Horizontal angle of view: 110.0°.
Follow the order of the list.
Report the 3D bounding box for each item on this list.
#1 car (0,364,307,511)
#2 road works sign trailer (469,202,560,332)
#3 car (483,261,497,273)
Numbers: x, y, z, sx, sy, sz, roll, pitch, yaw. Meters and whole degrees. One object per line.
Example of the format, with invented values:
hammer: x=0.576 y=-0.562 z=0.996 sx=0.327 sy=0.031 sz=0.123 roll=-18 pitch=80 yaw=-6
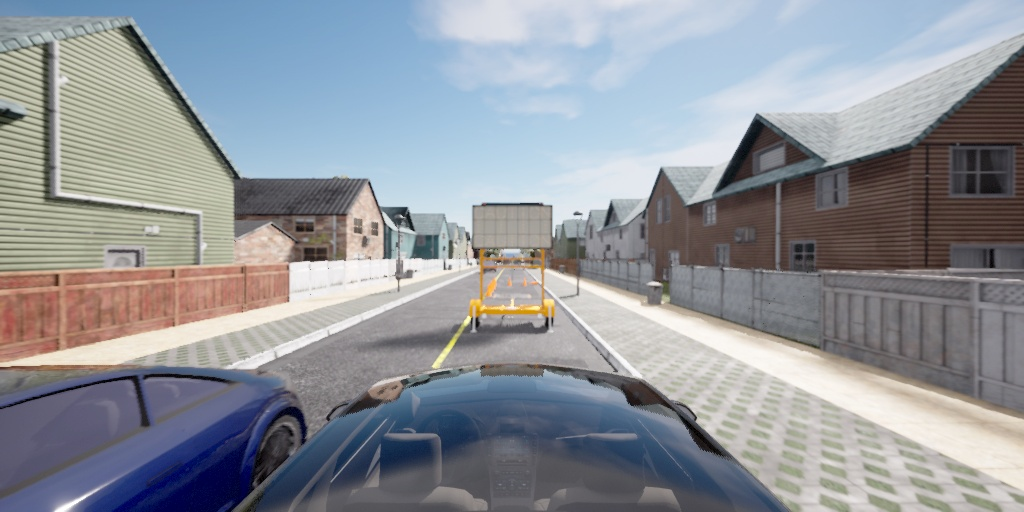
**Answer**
car: x=-2.851 y=1.314 z=1.539 sx=1.994 sy=1.385 sz=4.181 roll=0 pitch=0 yaw=0
road works sign trailer: x=0.010 y=0.201 z=10.771 sx=2.380 sy=3.560 sz=2.880 roll=0 pitch=0 yaw=0
car: x=-2.823 y=1.304 z=44.170 sx=1.812 sy=1.442 sz=4.674 roll=0 pitch=0 yaw=0
